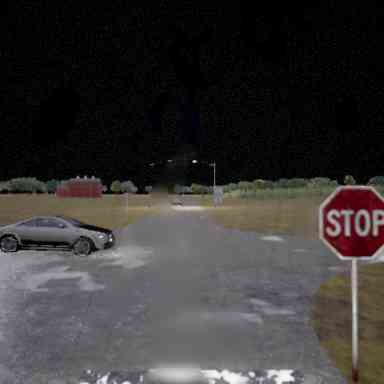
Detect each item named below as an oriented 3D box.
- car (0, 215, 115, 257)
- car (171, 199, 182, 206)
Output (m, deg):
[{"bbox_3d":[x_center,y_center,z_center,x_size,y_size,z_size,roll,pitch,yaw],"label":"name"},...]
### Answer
[{"bbox_3d":[-5.145,1.611,12.888,4.181,1.385,1.994,2,-1,0],"label":"car"},{"bbox_3d":[-2.913,1.974,64.733,1.994,1.385,4.181,0,0,0],"label":"car"}]
